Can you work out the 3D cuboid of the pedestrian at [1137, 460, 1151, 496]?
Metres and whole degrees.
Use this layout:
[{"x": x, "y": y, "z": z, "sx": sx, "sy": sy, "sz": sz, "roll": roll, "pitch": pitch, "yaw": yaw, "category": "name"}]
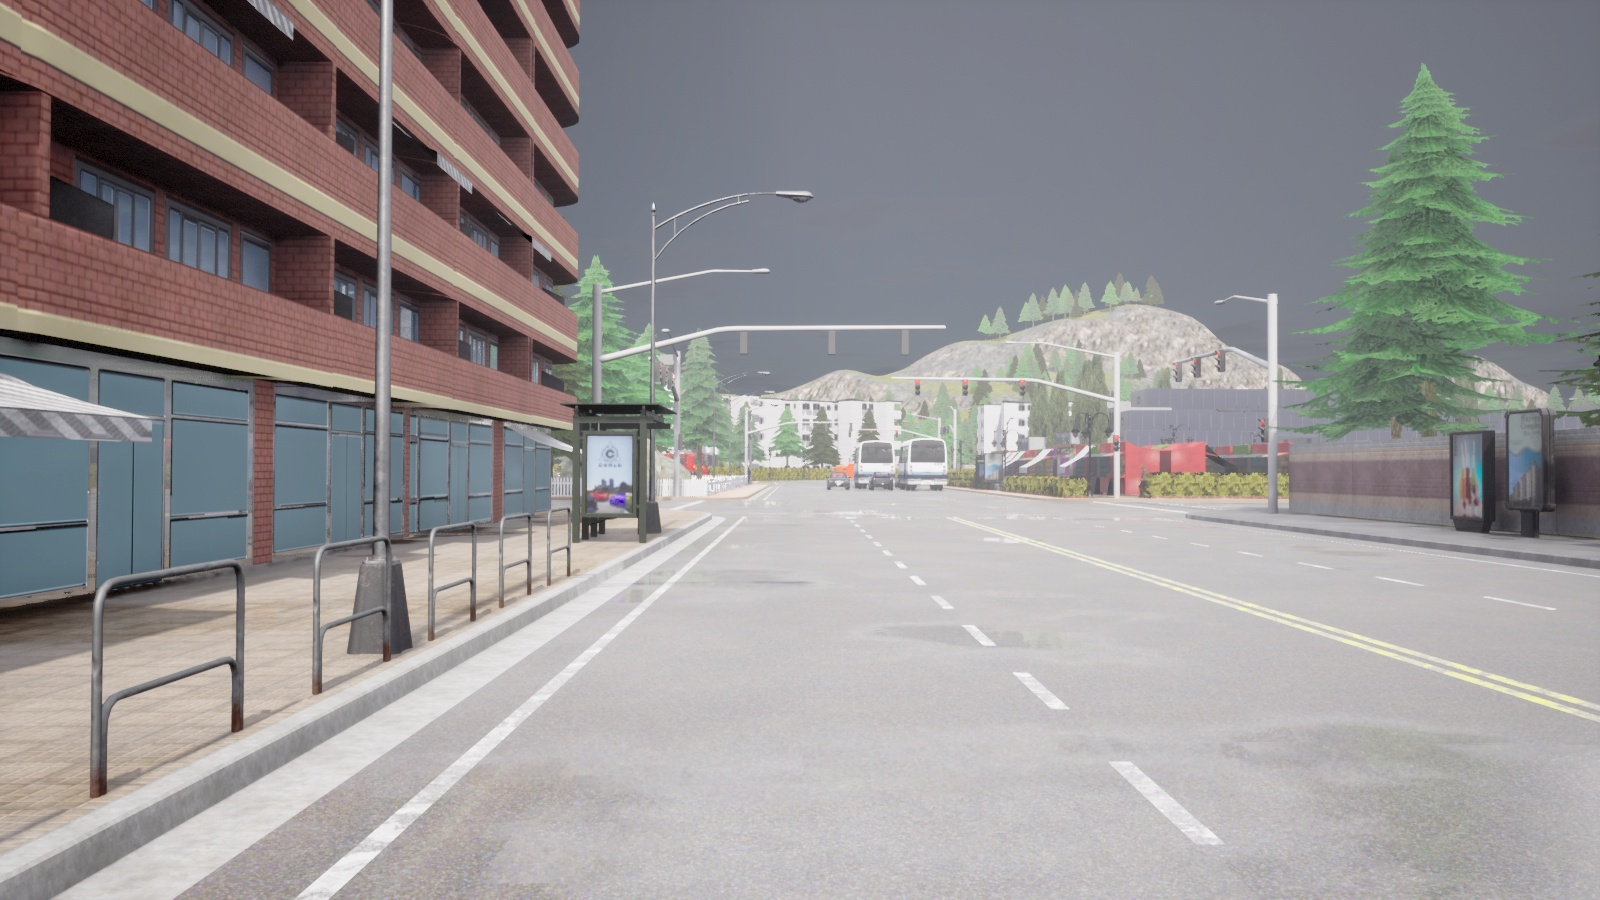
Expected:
[{"x": 17.810, "y": 1.431, "z": 64.957, "sx": 0.634, "sy": 1.846, "sz": 0.331, "roll": 0, "pitch": -1, "yaw": 2, "category": "pedestrian"}]
